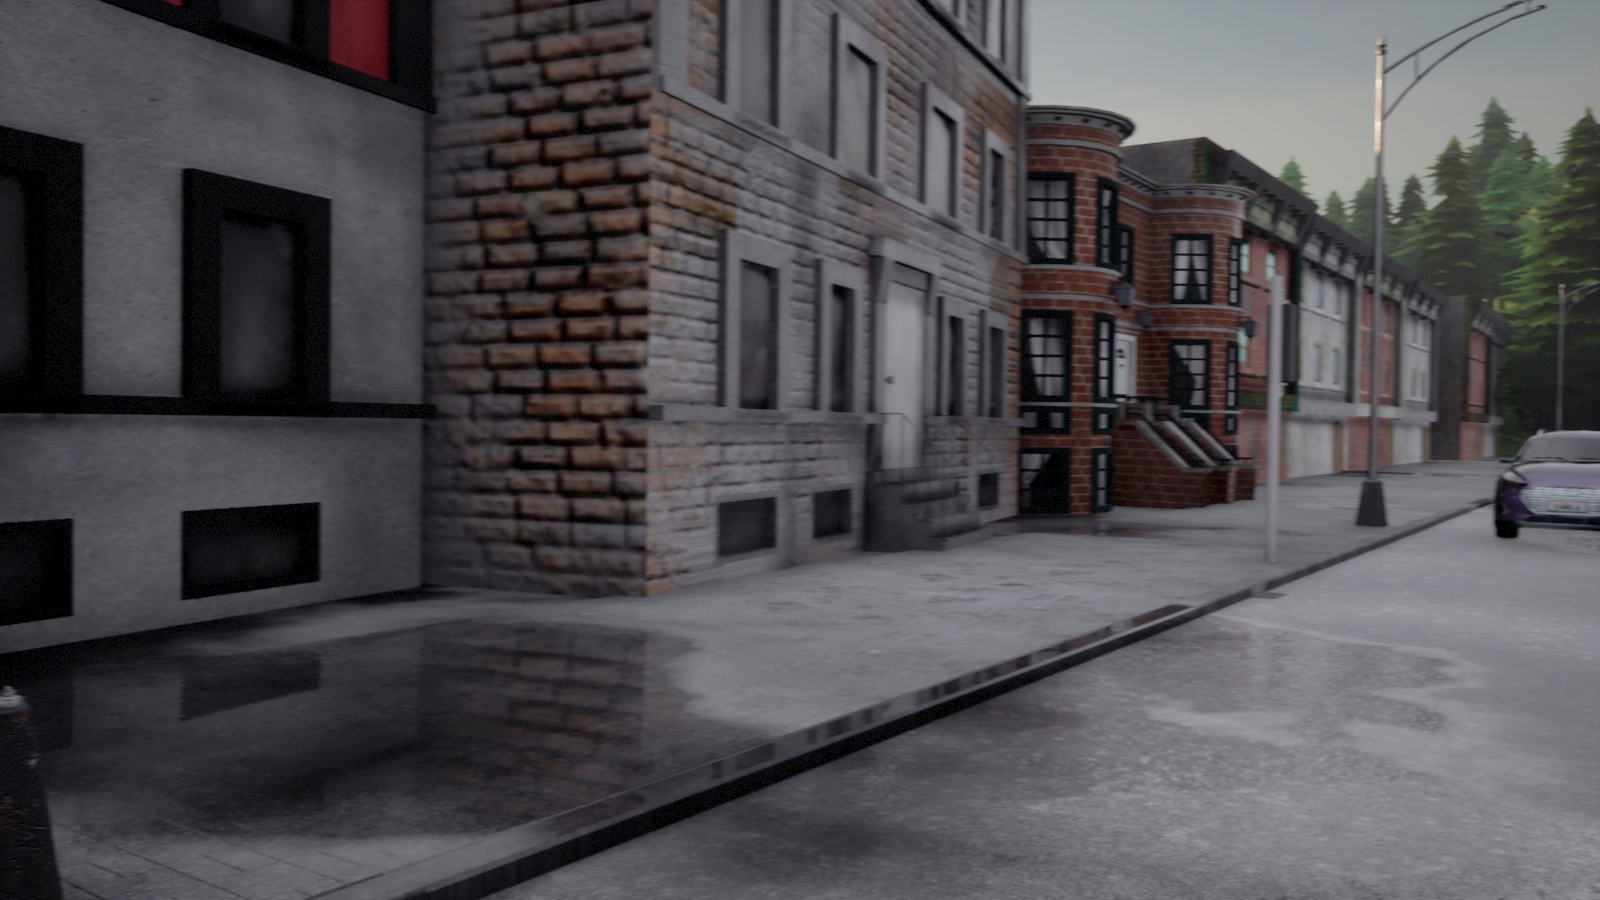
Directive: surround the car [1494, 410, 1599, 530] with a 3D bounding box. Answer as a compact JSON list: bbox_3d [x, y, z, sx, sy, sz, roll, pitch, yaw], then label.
[{"bbox_3d":[12.119,0.224,19.336,2.033,1.649,4.856,0,1,35],"label":"car"}]
